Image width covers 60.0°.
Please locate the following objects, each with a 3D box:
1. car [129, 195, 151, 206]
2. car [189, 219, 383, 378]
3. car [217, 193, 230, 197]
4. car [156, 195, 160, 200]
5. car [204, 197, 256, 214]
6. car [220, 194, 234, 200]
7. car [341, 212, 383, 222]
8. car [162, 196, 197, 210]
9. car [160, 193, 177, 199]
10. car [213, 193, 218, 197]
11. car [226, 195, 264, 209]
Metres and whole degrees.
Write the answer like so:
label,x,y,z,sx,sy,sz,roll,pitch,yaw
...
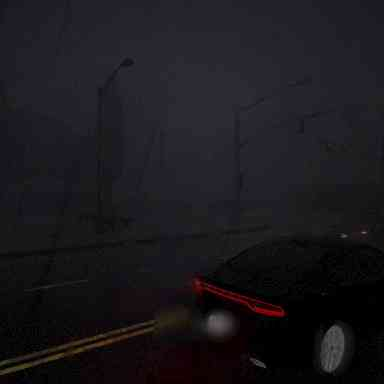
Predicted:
label,x,y,z,sx,sy,sz,roll,pitch,yaw
car,-8.379,1.352,53.576,2.097,1.767,4.553,0,0,-35
car,2.278,1.478,5.631,5.008,1.535,1.882,0,0,-37
car,7.793,1.395,68.776,3.806,1.475,1.970,0,0,-37
car,-7.303,1.153,89.220,4.605,1.855,1.932,0,0,-37
car,3.972,1.547,35.918,2.033,1.411,5.357,0,0,-35
car,10.024,1.395,95.078,3.806,1.475,1.970,0,0,-37
car,7.543,1.564,14.315,4.181,1.385,1.994,0,0,-37
car,-1.730,1.563,44.059,1.994,1.385,4.181,0,0,-35
car,-5.625,1.156,86.861,3.866,1.878,1.905,0,0,-37
car,6.079,1.156,71.110,3.866,1.878,1.905,0,0,-37
car,7.036,1.547,44.029,2.033,1.411,5.357,0,0,-35
